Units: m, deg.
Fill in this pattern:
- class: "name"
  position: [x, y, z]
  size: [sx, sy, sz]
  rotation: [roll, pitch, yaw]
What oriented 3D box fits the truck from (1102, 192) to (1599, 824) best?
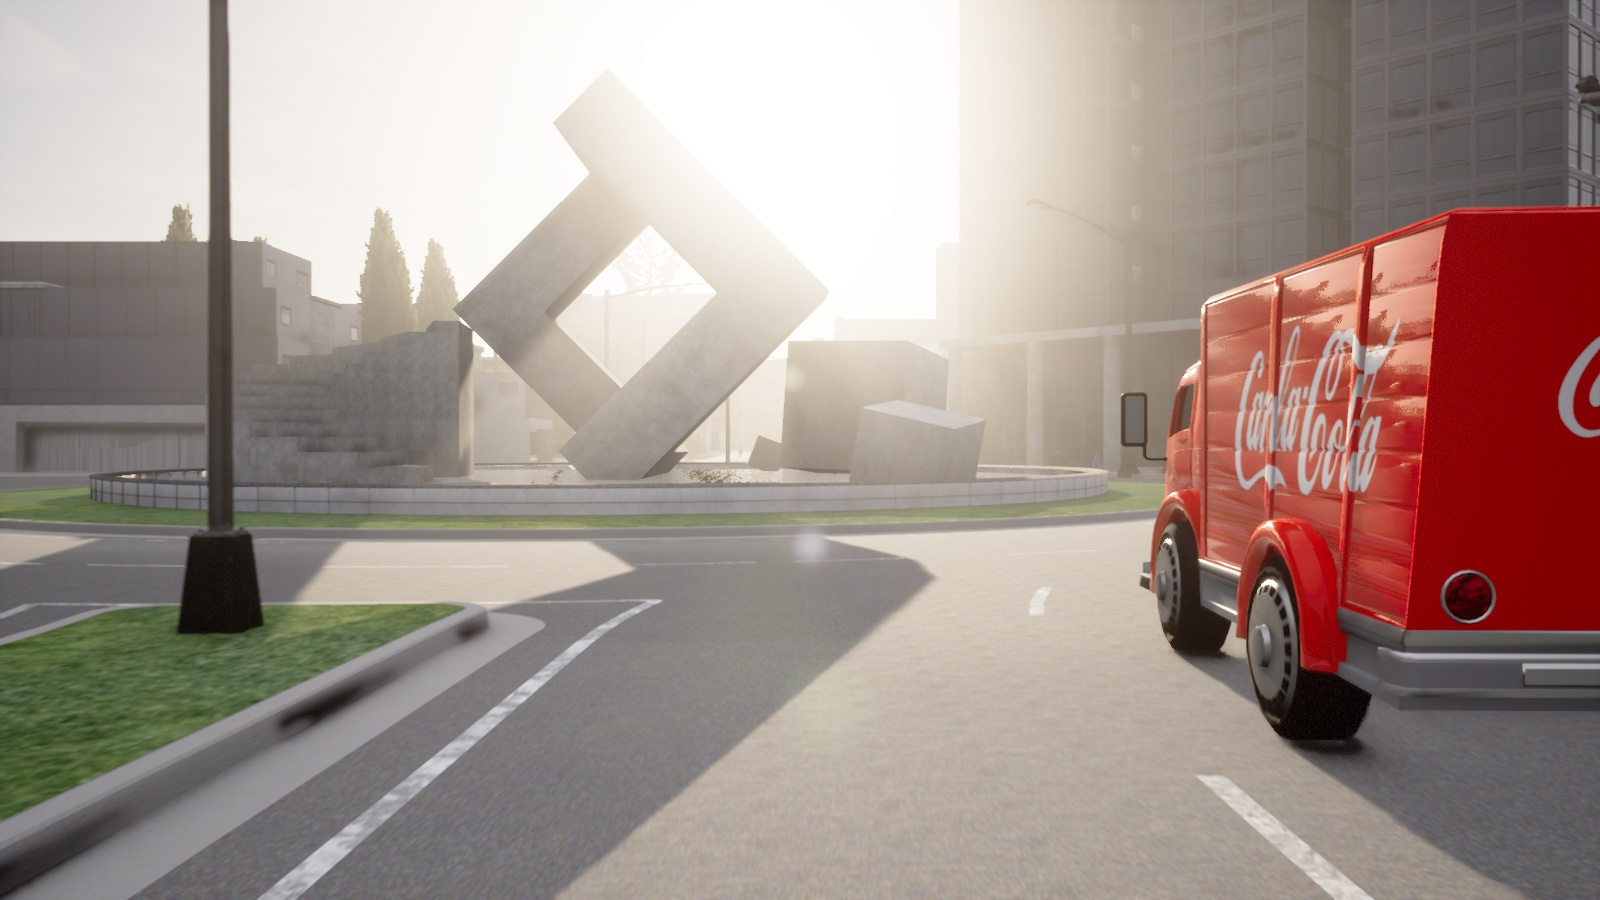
- class: "truck"
  position: [3.659, 0.219, 7.488]
  size: [2.627, 2.467, 5.204]
  rotation: [0, 0, 2]
